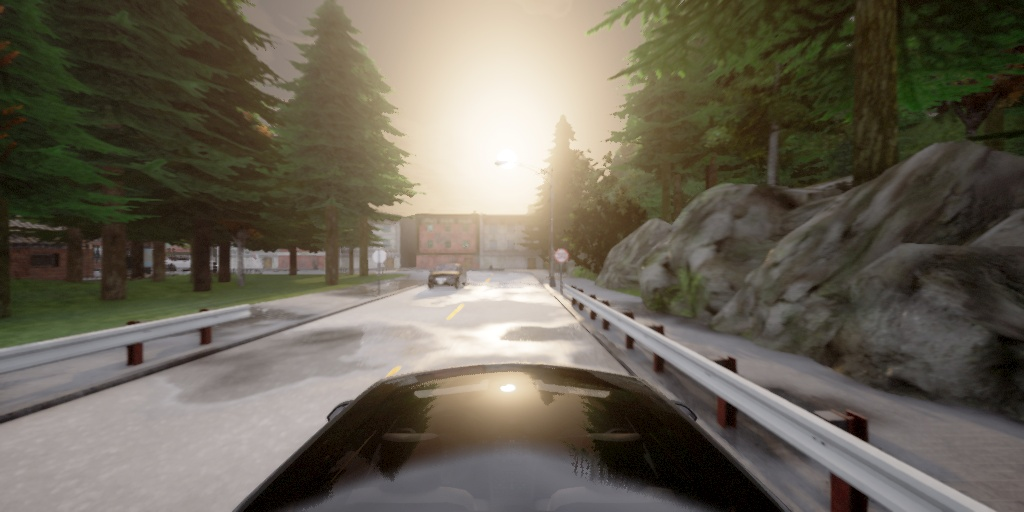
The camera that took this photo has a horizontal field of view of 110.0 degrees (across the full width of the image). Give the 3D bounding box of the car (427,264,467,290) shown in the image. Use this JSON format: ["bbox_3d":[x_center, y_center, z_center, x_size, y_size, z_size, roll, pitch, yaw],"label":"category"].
[{"bbox_3d":[-4.027,1.245,22.838,2.128,1.511,4.902,0,0,1],"label":"car"}]

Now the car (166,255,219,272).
[{"bbox_3d":[-39.365,0.934,44.103,5.566,2.045,2.150,0,0,0],"label":"car"}]
